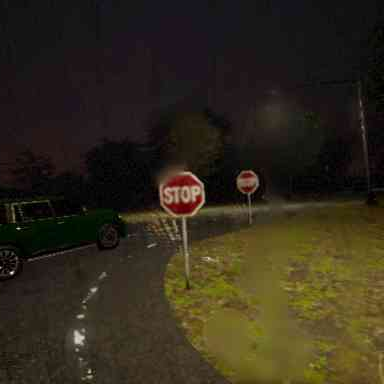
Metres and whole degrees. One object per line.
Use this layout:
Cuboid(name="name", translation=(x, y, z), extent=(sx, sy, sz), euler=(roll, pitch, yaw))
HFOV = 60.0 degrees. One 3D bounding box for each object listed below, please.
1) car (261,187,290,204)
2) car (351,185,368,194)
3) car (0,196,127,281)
Cuboid(name="car", translation=(10.957, 0.435, 43.305), extent=(2.150, 2.045, 5.566), euler=(-6, -1, 36))
Cuboid(name="car", translation=(29.389, -0.499, 58.491), extent=(1.812, 1.442, 4.674), euler=(-5, -1, 30))
Cuboid(name="car", translation=(-4.600, 1.145, 10.057), extent=(2.150, 2.045, 5.566), euler=(-4, 3, 36))
